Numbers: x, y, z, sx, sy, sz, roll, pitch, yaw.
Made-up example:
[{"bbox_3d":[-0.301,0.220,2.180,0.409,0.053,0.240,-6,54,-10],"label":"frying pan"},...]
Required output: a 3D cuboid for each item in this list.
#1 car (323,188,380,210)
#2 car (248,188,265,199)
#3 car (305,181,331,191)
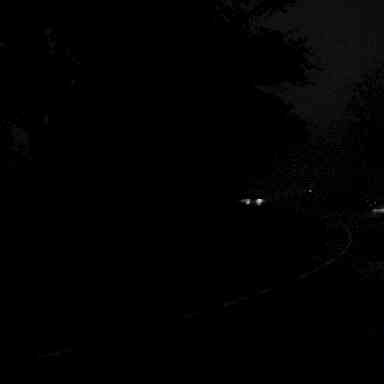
[{"bbox_3d":[12.950,0.656,27.293,1.994,1.385,4.181,-4,3,-37],"label":"car"},{"bbox_3d":[9.003,0.121,46.520,1.882,1.535,5.008,-3,2,18],"label":"car"},{"bbox_3d":[22.973,-1.248,60.935,4.553,1.767,2.097,-3,2,-16],"label":"car"}]
